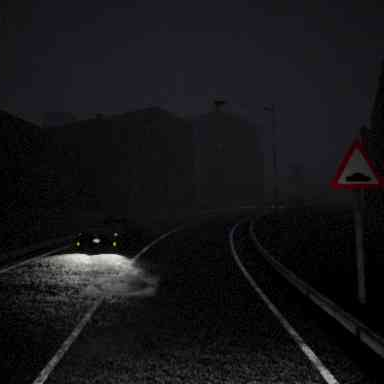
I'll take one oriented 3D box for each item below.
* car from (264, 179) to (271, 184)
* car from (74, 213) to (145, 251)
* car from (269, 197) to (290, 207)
[{"bbox_3d":[20.080,-2.683,92.559,4.553,1.767,2.185,-1,-5,-2],"label":"car"},{"bbox_3d":[-3.382,1.637,14.411,1.994,1.385,4.181,-1,0,6],"label":"car"},{"bbox_3d":[14.004,1.510,52.755,1.812,1.442,4.674,-5,-3,45],"label":"car"}]
